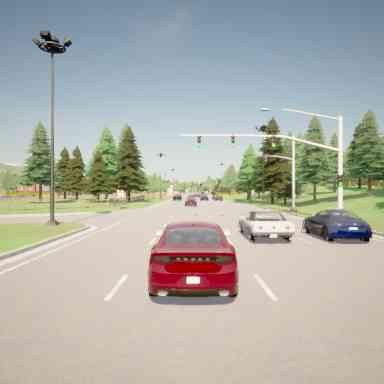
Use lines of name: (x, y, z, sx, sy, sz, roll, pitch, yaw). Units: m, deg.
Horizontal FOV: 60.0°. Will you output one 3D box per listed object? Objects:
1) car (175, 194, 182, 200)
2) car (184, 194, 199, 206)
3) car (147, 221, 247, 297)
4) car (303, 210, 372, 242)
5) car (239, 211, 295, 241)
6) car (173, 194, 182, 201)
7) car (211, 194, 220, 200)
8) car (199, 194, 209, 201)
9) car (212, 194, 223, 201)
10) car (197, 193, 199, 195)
car: (-3.827, 1.310, 94.250, 1.882, 1.535, 5.008, 0, 0, 0)
car: (-0.184, 1.525, 53.230, 1.812, 1.442, 4.674, 0, 0, 0)
car: (0.033, 1.478, 8.628, 1.882, 1.535, 5.008, 0, 0, 0)
car: (7.044, 1.565, 16.533, 1.994, 1.385, 4.181, 0, 0, 0)
car: (3.544, 1.601, 16.675, 1.895, 1.301, 4.718, 0, 0, 0)
car: (-3.791, 1.469, 83.831, 1.882, 1.535, 5.008, 0, 0, 0)
car: (6.673, 1.372, 94.287, 2.033, 1.411, 5.357, 0, 0, 0)
car: (3.208, 1.516, 84.272, 1.812, 1.442, 4.674, 0, 0, 0)
car: (6.709, 1.517, 83.867, 2.128, 1.511, 4.902, 0, 0, 0)
car: (3.173, 1.357, 94.275, 2.128, 1.511, 4.902, 0, 0, 0)
